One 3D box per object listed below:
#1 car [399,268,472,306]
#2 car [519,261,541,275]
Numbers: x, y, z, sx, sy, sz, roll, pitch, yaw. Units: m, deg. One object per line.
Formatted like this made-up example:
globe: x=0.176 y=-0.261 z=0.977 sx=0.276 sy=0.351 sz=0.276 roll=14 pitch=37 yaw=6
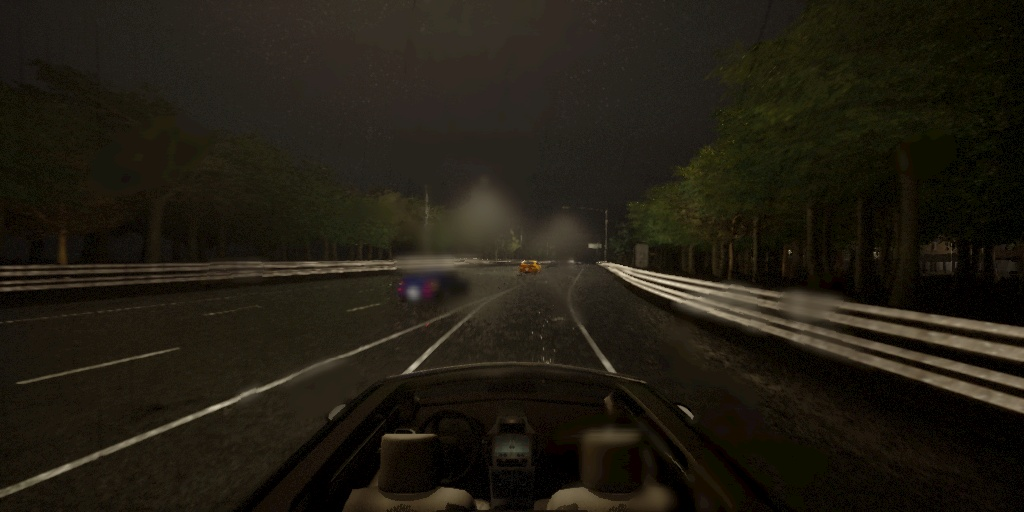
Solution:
car: x=-3.174 y=1.220 z=15.560 sx=1.812 sy=1.442 sz=4.674 roll=1 pitch=0 yaw=12
car: x=2.105 y=1.288 z=40.161 sx=1.882 sy=1.535 sz=5.008 roll=1 pitch=0 yaw=12
